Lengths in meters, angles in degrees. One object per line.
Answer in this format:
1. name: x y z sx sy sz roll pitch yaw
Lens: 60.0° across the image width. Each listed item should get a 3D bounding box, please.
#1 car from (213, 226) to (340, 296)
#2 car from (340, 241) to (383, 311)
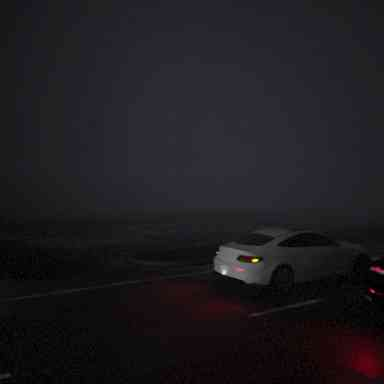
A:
1. car: 2.774 1.657 8.959 4.674 1.442 1.812 0 -1 -29
2. car: 5.467 1.587 6.446 4.902 1.511 2.128 0 -1 -29
